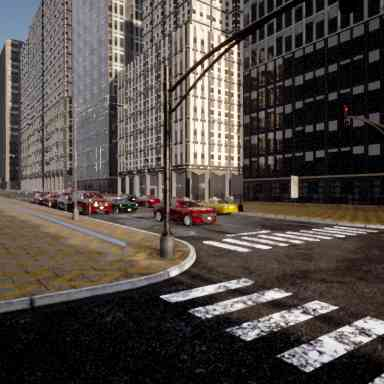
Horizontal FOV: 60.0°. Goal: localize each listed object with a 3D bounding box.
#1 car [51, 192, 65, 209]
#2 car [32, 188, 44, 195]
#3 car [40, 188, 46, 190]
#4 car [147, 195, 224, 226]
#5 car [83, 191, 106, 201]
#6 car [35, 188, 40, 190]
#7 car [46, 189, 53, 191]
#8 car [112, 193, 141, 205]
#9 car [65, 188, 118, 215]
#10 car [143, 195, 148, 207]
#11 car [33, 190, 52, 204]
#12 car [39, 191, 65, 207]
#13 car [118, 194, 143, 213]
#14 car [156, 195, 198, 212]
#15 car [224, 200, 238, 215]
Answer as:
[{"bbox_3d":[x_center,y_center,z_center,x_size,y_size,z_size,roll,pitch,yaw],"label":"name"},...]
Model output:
[{"bbox_3d":[-11.632,0.987,31.790,1.947,1.339,4.313,1,0,-36],"label":"car"},{"bbox_3d":[-37.974,-0.208,82.140,1.967,1.590,4.097,1,0,-36],"label":"car"},{"bbox_3d":[-31.355,0.104,73.059,1.887,1.381,4.507,1,0,-36],"label":"car"},{"bbox_3d":[-0.540,1.177,20.942,1.882,1.535,5.008,0,1,-38],"label":"car"},{"bbox_3d":[-14.800,0.646,50.356,1.947,1.339,4.313,1,0,-36],"label":"car"},{"bbox_3d":[-34.664,-0.104,77.599,1.967,1.590,4.097,1,0,-36],"label":"car"},{"bbox_3d":[-28.044,0.214,68.518,2.008,1.369,4.403,1,0,-36],"label":"car"},{"bbox_3d":[-8.178,0.856,41.274,1.947,1.339,4.313,1,0,-36],"label":"car"},{"bbox_3d":[-8.316,0.841,27.248,2.192,1.841,5.009,1,0,-36],"label":"car"},{"bbox_3d":[-4.867,0.977,36.734,1.802,1.307,4.206,1,0,-36],"label":"car"},{"bbox_3d":[-18.254,0.793,40.869,1.802,1.307,4.206,1,0,-36],"label":"car"},{"bbox_3d":[-14.942,0.861,36.329,1.887,1.381,4.507,1,0,-36],"label":"car"},{"bbox_3d":[-6.448,1.112,29.055,1.895,1.301,4.718,0,1,-36],"label":"car"},{"bbox_3d":[-1.555,1.066,32.193,1.947,1.339,4.313,1,0,-36],"label":"car"},{"bbox_3d":[1.725,1.127,27.844,1.752,1.417,4.829,1,0,-36],"label":"car"}]
